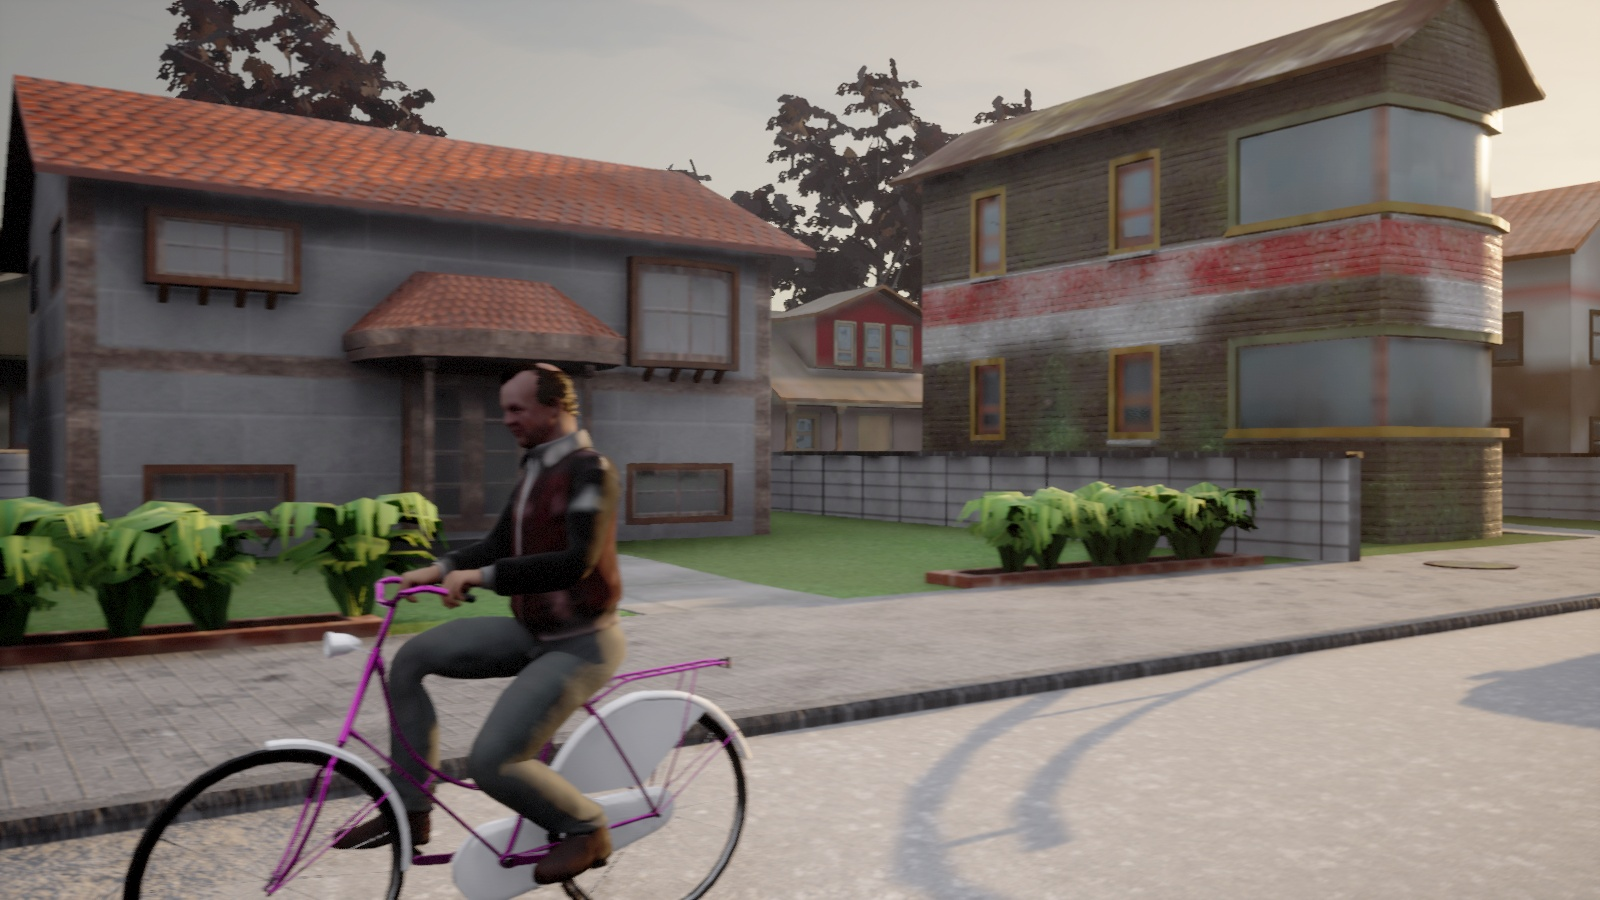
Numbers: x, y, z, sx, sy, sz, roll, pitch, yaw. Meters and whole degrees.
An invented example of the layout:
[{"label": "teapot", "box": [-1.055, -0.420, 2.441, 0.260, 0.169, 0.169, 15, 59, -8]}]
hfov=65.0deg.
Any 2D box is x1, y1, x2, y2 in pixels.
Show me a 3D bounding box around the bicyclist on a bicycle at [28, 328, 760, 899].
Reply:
[{"label": "bicyclist on a bicycle", "box": [-1.065, 0.626, 3.530, 1.843, 1.776, 0.659, 0, 0, -35]}]
